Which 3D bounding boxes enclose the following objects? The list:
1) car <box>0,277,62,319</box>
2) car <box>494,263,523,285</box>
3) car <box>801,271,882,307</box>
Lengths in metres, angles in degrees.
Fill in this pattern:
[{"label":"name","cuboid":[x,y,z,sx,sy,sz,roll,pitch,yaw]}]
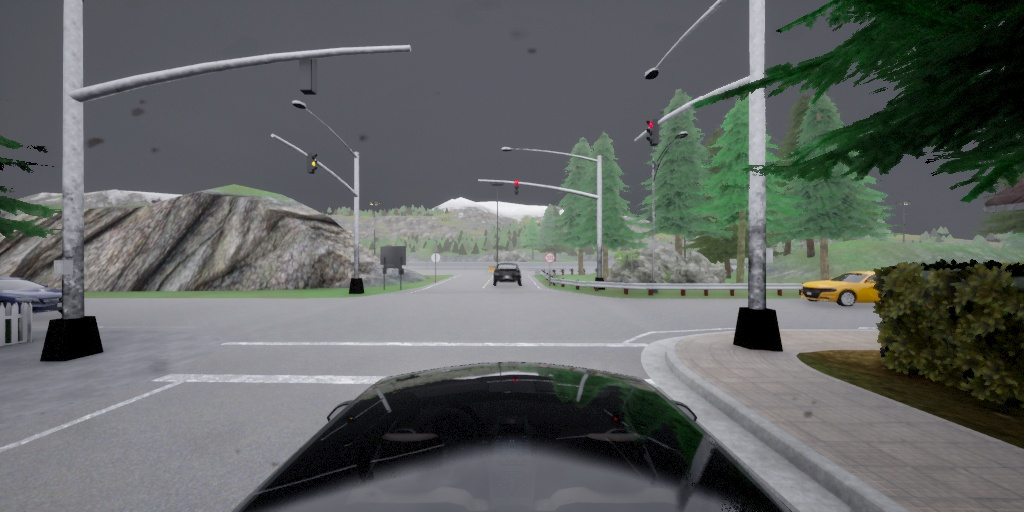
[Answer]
[{"label":"car","cuboid":[-18.276,1.467,12.714,4.674,1.442,1.812,0,0,0]},{"label":"car","cuboid":[-0.267,1.226,25.934,1.882,1.535,5.008,0,0,1]},{"label":"car","cuboid":[15.958,1.419,16.220,5.008,1.535,1.882,0,0,0]}]
